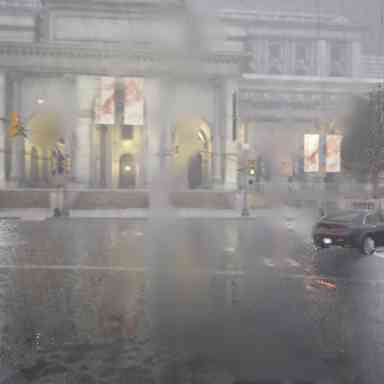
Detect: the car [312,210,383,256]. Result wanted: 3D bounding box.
[{"bbox_3d":[6.756,1.461,12.950,4.892,1.490,1.837,0,-2,-33],"label":"car"}]
